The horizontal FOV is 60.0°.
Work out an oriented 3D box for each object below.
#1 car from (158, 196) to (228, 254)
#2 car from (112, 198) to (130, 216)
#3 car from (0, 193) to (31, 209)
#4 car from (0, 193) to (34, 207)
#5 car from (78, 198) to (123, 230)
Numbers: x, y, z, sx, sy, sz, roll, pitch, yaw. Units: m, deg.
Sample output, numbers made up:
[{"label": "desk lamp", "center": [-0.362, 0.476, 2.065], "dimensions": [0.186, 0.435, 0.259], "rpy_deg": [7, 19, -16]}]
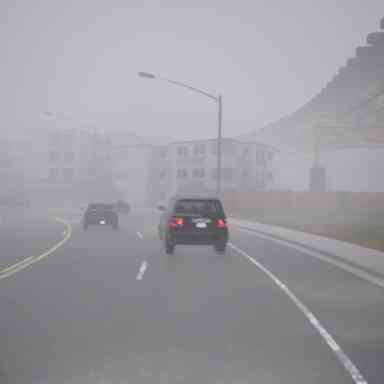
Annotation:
[{"label": "car", "center": [-0.113, 1.176, 13.515], "dimensions": [2.150, 2.045, 5.566], "rpy_deg": [1, 0, -9]}, {"label": "car", "center": [-7.228, 1.235, 29.325], "dimensions": [1.882, 1.535, 5.008], "rpy_deg": [1, 0, -37]}, {"label": "car", "center": [-19.349, 0.967, 35.534], "dimensions": [4.902, 1.511, 2.128], "rpy_deg": [1, 0, 31]}, {"label": "car", "center": [-21.997, 0.895, 40.669], "dimensions": [4.902, 1.511, 2.128], "rpy_deg": [1, 0, 23]}, {"label": "car", "center": [-5.603, 1.325, 19.899], "dimensions": [1.837, 1.490, 4.892], "rpy_deg": [2, 0, -21]}]
